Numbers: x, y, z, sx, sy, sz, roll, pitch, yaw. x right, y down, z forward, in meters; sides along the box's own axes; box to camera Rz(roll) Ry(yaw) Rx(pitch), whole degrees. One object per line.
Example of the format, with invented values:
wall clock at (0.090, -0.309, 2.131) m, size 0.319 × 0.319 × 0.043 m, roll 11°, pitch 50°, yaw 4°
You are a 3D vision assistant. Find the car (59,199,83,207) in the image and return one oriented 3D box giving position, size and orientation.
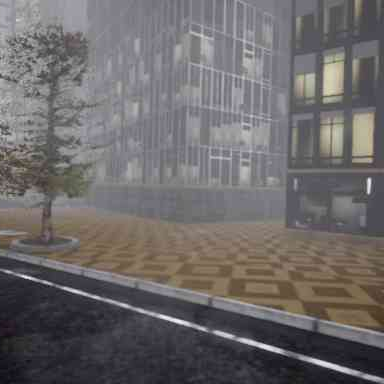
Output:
car at (-19.462, 1.743, 54.794) m, size 4.507 × 1.381 × 1.887 m, roll 1°, pitch 1°, yaw -34°

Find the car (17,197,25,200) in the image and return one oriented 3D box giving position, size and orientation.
car at (-28.588, 1.457, 58.093) m, size 4.403 × 1.369 × 2.008 m, roll 1°, pitch 1°, yaw -34°

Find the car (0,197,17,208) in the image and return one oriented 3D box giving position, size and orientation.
car at (-28.812, 1.406, 48.385) m, size 5.009 × 1.841 × 2.192 m, roll 1°, pitch 1°, yaw -34°

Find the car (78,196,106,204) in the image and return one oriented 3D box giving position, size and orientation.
car at (-19.372, 1.538, 64.401) m, size 4.829 × 1.417 × 1.752 m, roll 1°, pitch 1°, yaw -34°
